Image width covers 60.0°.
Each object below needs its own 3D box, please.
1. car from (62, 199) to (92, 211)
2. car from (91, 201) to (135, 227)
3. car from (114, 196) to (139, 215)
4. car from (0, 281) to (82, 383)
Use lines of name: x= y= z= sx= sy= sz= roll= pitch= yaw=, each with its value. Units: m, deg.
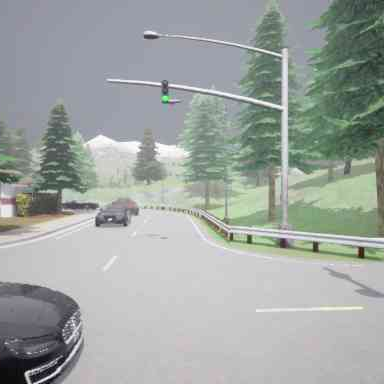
car: x=-13.584 y=1.546 z=39.792 sx=4.718 sy=1.301 sz=1.895 roll=0 pitch=0 yaw=11
car: x=-5.278 y=1.529 z=22.671 sx=1.994 sy=1.385 sz=4.181 roll=0 pitch=0 yaw=-5
car: x=-6.618 y=1.304 z=32.404 sx=2.097 sy=1.767 sz=4.553 roll=0 pitch=0 yaw=-22
car: x=-3.921 y=1.571 z=4.157 sx=4.892 sy=1.490 sz=1.837 roll=1 pitch=0 yaw=-4
